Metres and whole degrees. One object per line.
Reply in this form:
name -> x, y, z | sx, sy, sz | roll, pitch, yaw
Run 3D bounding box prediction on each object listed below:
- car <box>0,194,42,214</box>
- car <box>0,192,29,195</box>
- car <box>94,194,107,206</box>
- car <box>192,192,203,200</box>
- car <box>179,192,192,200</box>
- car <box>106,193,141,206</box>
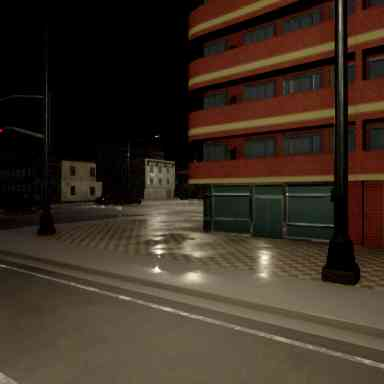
car -> -17.989, 1.342, 33.910 | 1.882, 1.535, 5.008 | 0, 1, 37
car -> -20.497, 1.082, 36.417 | 2.150, 2.045, 5.566 | 0, 1, 36
car -> -11.846, 0.983, 48.057 | 2.097, 1.767, 4.553 | 0, 1, 36
car -> 2.743, 0.667, 61.681 | 2.097, 1.767, 4.553 | 0, 1, 37
car -> -0.406, 0.805, 63.319 | 1.837, 1.490, 4.892 | 0, 1, 37
car -> -9.040, 1.157, 45.963 | 1.812, 1.442, 4.674 | 0, 1, 37
